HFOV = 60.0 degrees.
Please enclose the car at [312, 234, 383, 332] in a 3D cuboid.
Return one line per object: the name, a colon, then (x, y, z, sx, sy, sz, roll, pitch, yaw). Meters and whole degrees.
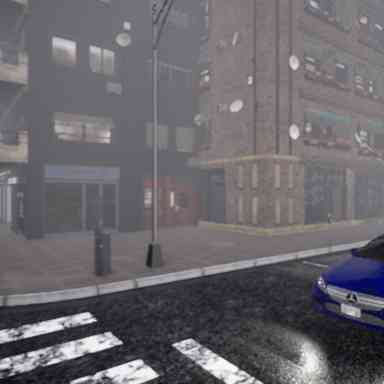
car: (4.275, 1.531, 6.388, 4.674, 1.442, 1.812, 0, 0, -36)
